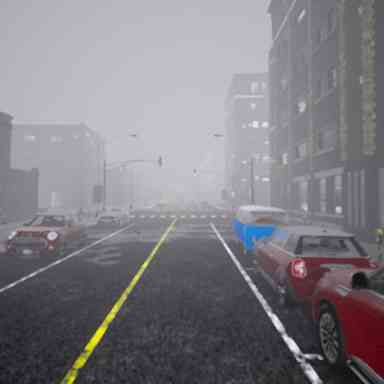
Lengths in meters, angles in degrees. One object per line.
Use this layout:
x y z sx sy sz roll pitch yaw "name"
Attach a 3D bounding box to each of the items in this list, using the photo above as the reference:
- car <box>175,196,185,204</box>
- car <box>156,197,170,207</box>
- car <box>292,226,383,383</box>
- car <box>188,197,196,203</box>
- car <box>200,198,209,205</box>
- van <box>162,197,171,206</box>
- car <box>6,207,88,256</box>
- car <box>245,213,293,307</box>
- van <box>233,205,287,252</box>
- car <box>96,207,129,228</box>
-3.037 2.013 84.729 2.150 2.045 5.566 0 -1 0 "car"
-5.779 2.125 62.272 1.887 1.381 4.507 1 -1 0 "car"
2.707 1.342 2.689 2.192 1.841 5.009 1 -1 0 "car"
-0.039 2.352 89.944 1.812 1.442 4.674 0 -1 0 "car"
2.674 2.126 73.706 1.967 1.590 4.097 1 -1 0 "car"
-5.704 2.026 73.643 1.690 1.788 3.998 1 -1 0 "van"
-5.679 1.567 13.506 1.967 1.590 4.097 1 -1 0 "car"
2.702 1.517 8.095 1.967 1.590 4.097 1 -1 0 "car"
2.702 1.469 13.503 1.690 1.788 3.998 1 -1 0 "van"
-5.687 1.779 24.318 2.008 1.369 4.403 1 -1 0 "car"
